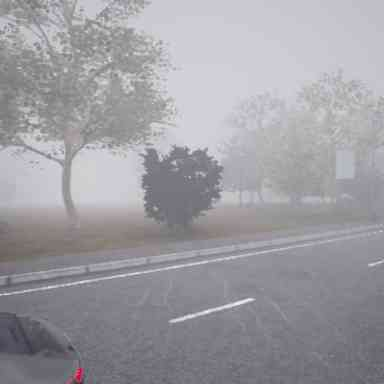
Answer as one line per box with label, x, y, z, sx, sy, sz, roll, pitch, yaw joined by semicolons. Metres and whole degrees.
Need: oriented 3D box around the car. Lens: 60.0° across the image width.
car;-2.832;1.571;2.050;4.181;1.385;1.994;0;0;-35
